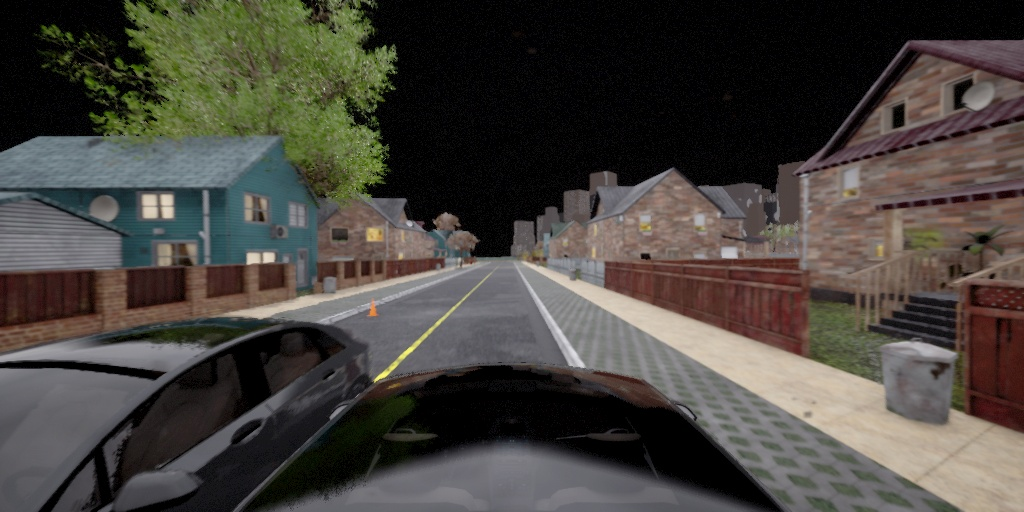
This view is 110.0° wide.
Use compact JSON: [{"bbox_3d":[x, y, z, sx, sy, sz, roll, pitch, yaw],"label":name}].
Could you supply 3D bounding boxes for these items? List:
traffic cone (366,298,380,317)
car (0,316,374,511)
[{"bbox_3d":[-4.673,1.713,12.041,0.340,0.580,0.340,0,0,0],"label":"traffic cone"},{"bbox_3d":[-2.440,1.264,2.178,1.837,1.490,4.892,0,0,0],"label":"car"}]
